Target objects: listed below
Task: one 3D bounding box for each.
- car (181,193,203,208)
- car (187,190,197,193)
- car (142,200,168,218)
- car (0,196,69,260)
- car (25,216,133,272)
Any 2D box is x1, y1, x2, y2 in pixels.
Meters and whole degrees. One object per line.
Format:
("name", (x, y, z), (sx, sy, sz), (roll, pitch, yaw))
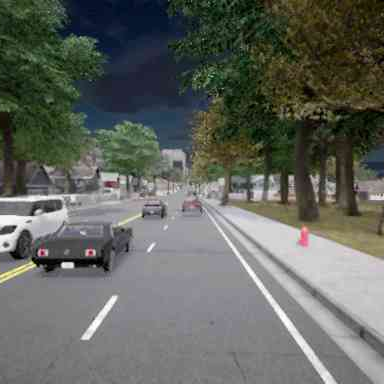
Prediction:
("car", (0.002, 1.088, 29.719), (1.812, 1.442, 4.674), (0, 0, 0))
("car", (-0.034, 0.690, 60.270), (2.150, 2.045, 5.566), (0, 0, 0))
("car", (-3.148, 1.404, 28.720), (2.128, 1.511, 4.902), (0, 0, 0))
("car", (-6.522, 1.182, 12.655), (2.150, 2.045, 5.566), (0, 0, 0))
("car", (-3.148, 1.565, 10.657), (1.895, 1.301, 4.718), (0, 0, 0))
